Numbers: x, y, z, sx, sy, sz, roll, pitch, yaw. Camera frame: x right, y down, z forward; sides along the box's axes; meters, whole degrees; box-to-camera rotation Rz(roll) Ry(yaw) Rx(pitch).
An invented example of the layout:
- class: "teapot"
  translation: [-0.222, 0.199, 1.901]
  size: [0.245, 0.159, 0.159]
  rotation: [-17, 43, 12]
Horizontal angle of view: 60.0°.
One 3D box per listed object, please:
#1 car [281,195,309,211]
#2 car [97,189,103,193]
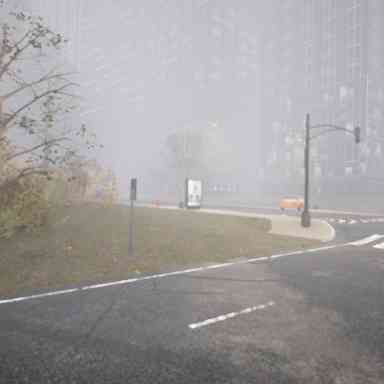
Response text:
- class: "car"
  translation: [11.609, 1.115, 37.303]
  size: [2.097, 1.767, 4.553]
  rotation: [2, 2, 33]
- class: "car"
  translation: [-14.738, 0.347, 55.519]
  size: [2.097, 1.767, 4.553]
  rotation: [3, -1, -42]
